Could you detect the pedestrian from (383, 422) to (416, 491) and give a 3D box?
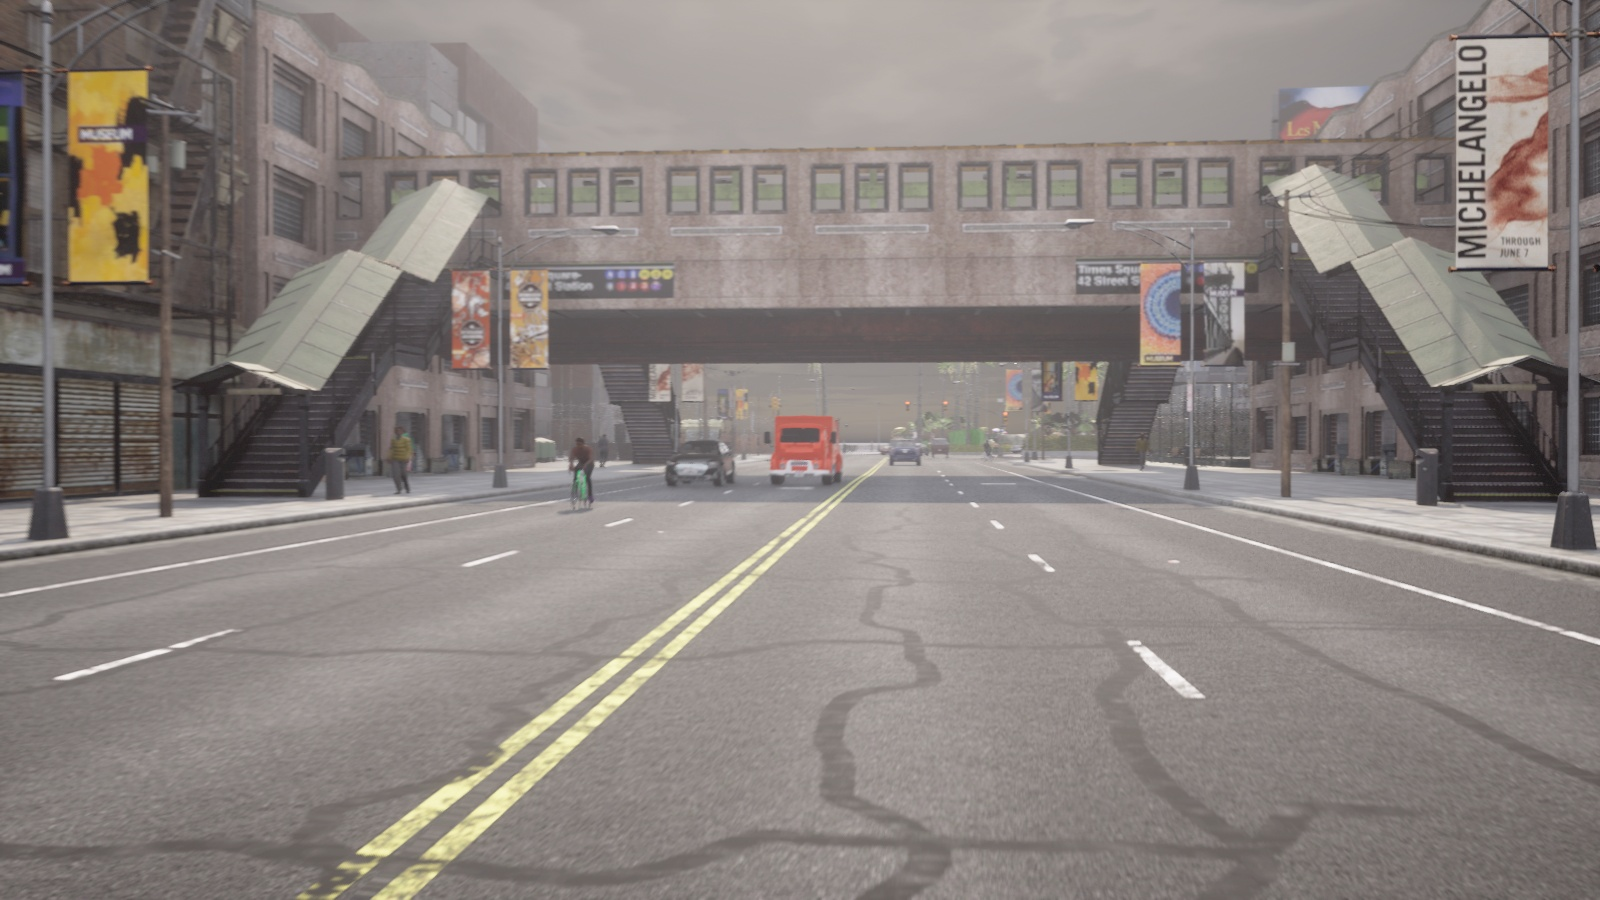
[{"bbox_3d":[-11.380,0.182,35.695,0.659,1.952,0.873,0,0,-2],"label":"pedestrian"}]

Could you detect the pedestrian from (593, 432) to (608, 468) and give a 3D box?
[{"bbox_3d":[-10.319,0.018,64.894,0.540,1.848,0.694,0,0,16],"label":"pedestrian"}]

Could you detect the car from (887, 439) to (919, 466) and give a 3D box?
[{"bbox_3d":[6.918,0.138,84.687,2.097,1.767,4.553,0,0,5],"label":"car"}]

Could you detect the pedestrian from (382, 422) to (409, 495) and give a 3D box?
[{"bbox_3d":[-10.331,0.204,32.112,0.431,1.840,0.709,0,0,3],"label":"pedestrian"}]

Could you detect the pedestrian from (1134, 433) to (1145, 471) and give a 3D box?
[{"bbox_3d":[16.230,0.092,60.016,0.370,1.835,0.726,0,0,7],"label":"pedestrian"}]

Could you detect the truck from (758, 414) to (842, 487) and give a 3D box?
[{"bbox_3d":[0.094,0.003,45.346,2.627,2.467,5.204,0,0,5],"label":"truck"}]

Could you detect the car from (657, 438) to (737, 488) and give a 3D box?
[{"bbox_3d":[-3.528,0.422,43.990,2.033,1.649,4.856,0,0,5],"label":"car"}]

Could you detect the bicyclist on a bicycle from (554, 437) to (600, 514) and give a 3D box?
[{"bbox_3d":[-4.858,0.536,27.461,0.582,1.620,1.656,0,1,5],"label":"bicyclist on a bicycle"}]
